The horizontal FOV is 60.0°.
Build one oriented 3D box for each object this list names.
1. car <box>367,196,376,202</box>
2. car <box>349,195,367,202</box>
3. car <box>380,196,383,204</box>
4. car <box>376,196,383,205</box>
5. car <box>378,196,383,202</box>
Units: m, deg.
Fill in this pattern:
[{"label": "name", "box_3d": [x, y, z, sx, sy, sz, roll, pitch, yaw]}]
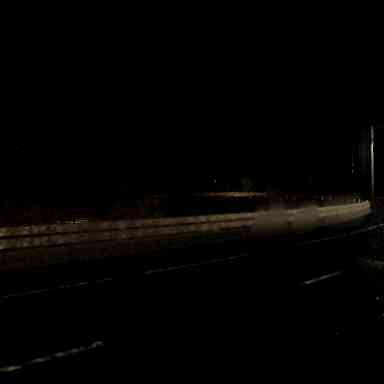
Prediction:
[{"label": "car", "box_3d": [43.580, 1.629, 81.041, 1.812, 1.442, 4.674, 0, 0, 4]}, {"label": "car", "box_3d": [40.100, 1.621, 81.423, 1.837, 1.490, 4.892, 0, 0, 4]}, {"label": "car", "box_3d": [42.032, 1.721, 70.783, 1.837, 1.490, 4.892, 0, 0, 9]}, {"label": "car", "box_3d": [35.915, 1.719, 60.781, 2.128, 1.511, 4.902, 0, 0, 17]}, {"label": "car", "box_3d": [47.059, 1.642, 80.658, 1.994, 1.385, 4.181, 0, 0, 4]}]
